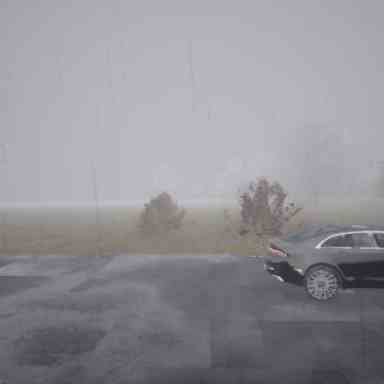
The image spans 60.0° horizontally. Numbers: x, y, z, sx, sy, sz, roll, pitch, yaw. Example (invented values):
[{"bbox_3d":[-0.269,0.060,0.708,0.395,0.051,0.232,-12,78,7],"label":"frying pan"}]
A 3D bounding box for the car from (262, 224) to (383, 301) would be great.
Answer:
[{"bbox_3d":[4.143,1.517,7.740,4.902,1.511,2.128,-1,-1,3],"label":"car"}]
